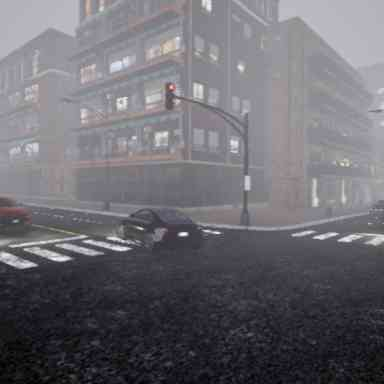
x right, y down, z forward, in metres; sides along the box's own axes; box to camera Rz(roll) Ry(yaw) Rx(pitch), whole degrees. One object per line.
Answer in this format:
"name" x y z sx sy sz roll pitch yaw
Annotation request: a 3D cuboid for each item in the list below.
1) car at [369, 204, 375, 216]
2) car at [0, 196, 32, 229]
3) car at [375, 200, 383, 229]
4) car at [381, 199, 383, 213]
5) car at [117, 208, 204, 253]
"car" 16.178 1.359 27.934 1.802 1.307 4.206 1 1 41
"car" -9.661 0.947 16.363 5.008 1.535 1.882 2 2 41
"car" 12.352 1.333 19.306 1.882 1.535 5.008 1 1 40
"car" 19.799 1.332 32.102 1.947 1.339 4.313 1 1 41
"car" -1.306 1.266 12.473 1.994 1.385 4.181 0 2 -31
